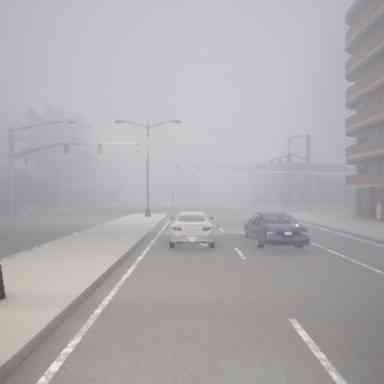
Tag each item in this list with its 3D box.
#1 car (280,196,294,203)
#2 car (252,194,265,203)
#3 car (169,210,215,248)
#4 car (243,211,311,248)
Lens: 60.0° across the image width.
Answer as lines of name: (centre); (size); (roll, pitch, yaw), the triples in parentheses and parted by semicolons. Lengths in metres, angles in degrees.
car: (18.955, 1.454, 66.403); (1.970, 1.475, 3.806); (0, 0, 0)
car: (13.210, 1.294, 65.641); (2.242, 1.667, 4.611); (0, 0, 0)
car: (-0.001, 1.530, 14.650); (1.812, 1.442, 4.674); (0, 0, 0)
car: (3.502, 1.560, 14.650); (2.033, 1.411, 5.357); (0, 0, 0)
